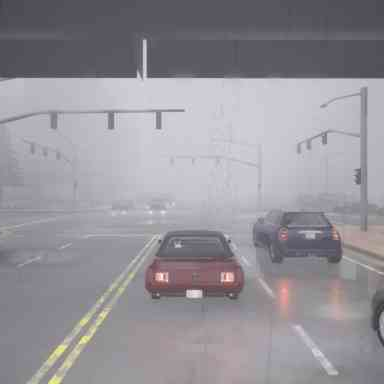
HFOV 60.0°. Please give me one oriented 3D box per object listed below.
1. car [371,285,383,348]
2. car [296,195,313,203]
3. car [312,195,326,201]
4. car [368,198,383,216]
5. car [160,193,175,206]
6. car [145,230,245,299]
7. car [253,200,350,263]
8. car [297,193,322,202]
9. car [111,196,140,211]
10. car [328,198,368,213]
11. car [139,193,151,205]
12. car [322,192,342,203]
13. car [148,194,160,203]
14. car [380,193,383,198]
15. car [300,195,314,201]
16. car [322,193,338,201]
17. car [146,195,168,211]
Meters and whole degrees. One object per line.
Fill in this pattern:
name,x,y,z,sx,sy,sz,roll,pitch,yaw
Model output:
car,3.600,1.502,3.066,1.837,1.490,4.892,0,-1,0
car,22.189,1.395,65.623,1.970,1.475,3.806,0,0,0
car,30.806,1.364,80.750,1.784,1.438,3.905,0,0,0
car,19.250,1.503,30.430,4.892,1.490,1.837,0,0,1
car,-4.544,1.223,56.172,2.150,2.045,5.566,0,0,-1
car,0.066,1.601,8.384,1.895,1.301,4.718,0,0,0
car,3.580,1.352,12.150,2.097,1.767,4.553,0,0,0
car,16.642,1.153,48.193,1.932,1.855,4.605,0,0,0
car,-8.290,1.547,40.743,2.033,1.411,5.357,0,0,4
car,16.665,1.562,33.962,4.181,1.385,1.994,0,0,1
car,-8.048,1.221,56.277,2.150,2.045,5.566,0,0,0
car,19.536,1.156,48.148,1.905,1.878,3.866,0,0,0
car,-8.062,1.355,71.741,2.097,1.767,4.553,0,0,0
car,39.086,1.153,65.764,1.932,1.855,4.605,0,0,0
car,27.911,1.395,80.742,1.970,1.475,3.806,0,0,0
car,33.489,1.153,80.809,1.932,1.855,4.605,0,0,0
car,-4.292,1.505,41.494,1.837,1.490,4.892,0,0,-3
